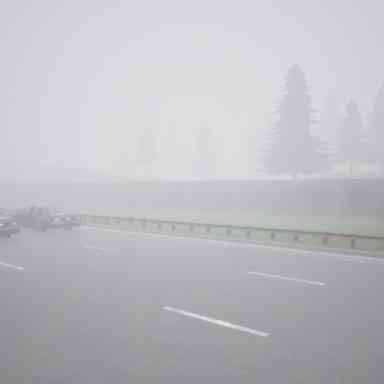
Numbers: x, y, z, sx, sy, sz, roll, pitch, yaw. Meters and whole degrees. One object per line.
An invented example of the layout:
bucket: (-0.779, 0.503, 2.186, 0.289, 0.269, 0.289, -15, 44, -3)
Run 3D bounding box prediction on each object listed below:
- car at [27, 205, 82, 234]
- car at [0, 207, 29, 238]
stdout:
car: (-8.409, 1.431, 18.589, 5.357, 1.411, 2.033, 0, 0, 35)
car: (-10.150, 1.434, 15.531, 5.357, 1.411, 2.033, 0, 0, 35)
